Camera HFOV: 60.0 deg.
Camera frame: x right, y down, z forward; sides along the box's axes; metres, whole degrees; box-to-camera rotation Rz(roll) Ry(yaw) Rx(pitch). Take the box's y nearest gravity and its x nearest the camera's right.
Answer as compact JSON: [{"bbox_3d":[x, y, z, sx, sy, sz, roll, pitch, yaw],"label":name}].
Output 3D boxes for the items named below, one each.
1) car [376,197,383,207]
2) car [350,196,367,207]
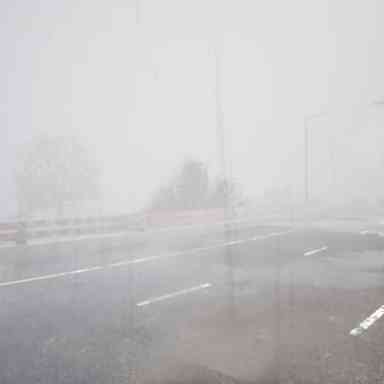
[{"bbox_3d":[27.602,1.449,47.185,2.033,1.411,5.357,0,0,20],"label":"car"},{"bbox_3d":[24.749,1.395,49.519,2.128,1.511,4.902,0,0,20],"label":"car"}]
